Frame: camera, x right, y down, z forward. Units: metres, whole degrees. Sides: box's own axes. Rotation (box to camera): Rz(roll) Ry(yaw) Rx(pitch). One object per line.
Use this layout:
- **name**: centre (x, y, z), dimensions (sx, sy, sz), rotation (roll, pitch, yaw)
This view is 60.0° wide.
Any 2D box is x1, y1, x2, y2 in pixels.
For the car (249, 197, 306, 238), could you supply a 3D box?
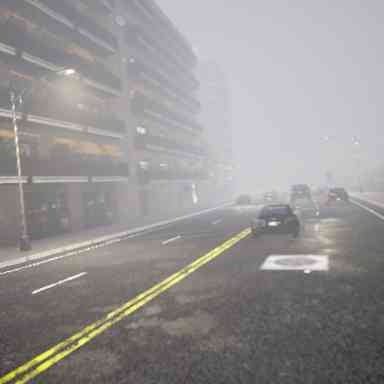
- **car**: centre (4.002, 1.193, 15.331), dimensions (1.994, 1.385, 4.181), rotation (-5, 0, 22)

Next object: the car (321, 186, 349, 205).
- **car**: centre (13.159, 0.323, 30.405), dimensions (1.837, 1.490, 4.892), rotation (-5, 0, 20)

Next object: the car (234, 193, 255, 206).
- **car**: centre (6.594, 0.916, 41.592), dimensions (1.994, 1.385, 4.181), rotation (-5, 0, 19)

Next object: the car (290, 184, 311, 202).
- **car**: centre (12.546, 0.074, 38.455), dimensions (2.150, 2.045, 5.566), rotation (-5, 0, 19)

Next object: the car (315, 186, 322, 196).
- **car**: centre (19.499, -0.201, 49.535), dimensions (1.994, 1.385, 4.181), rotation (-5, 0, 17)

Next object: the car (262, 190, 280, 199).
- **car**: centre (9.782, 0.574, 40.925), dimensions (2.128, 1.511, 4.902), rotation (-5, 0, 19)
